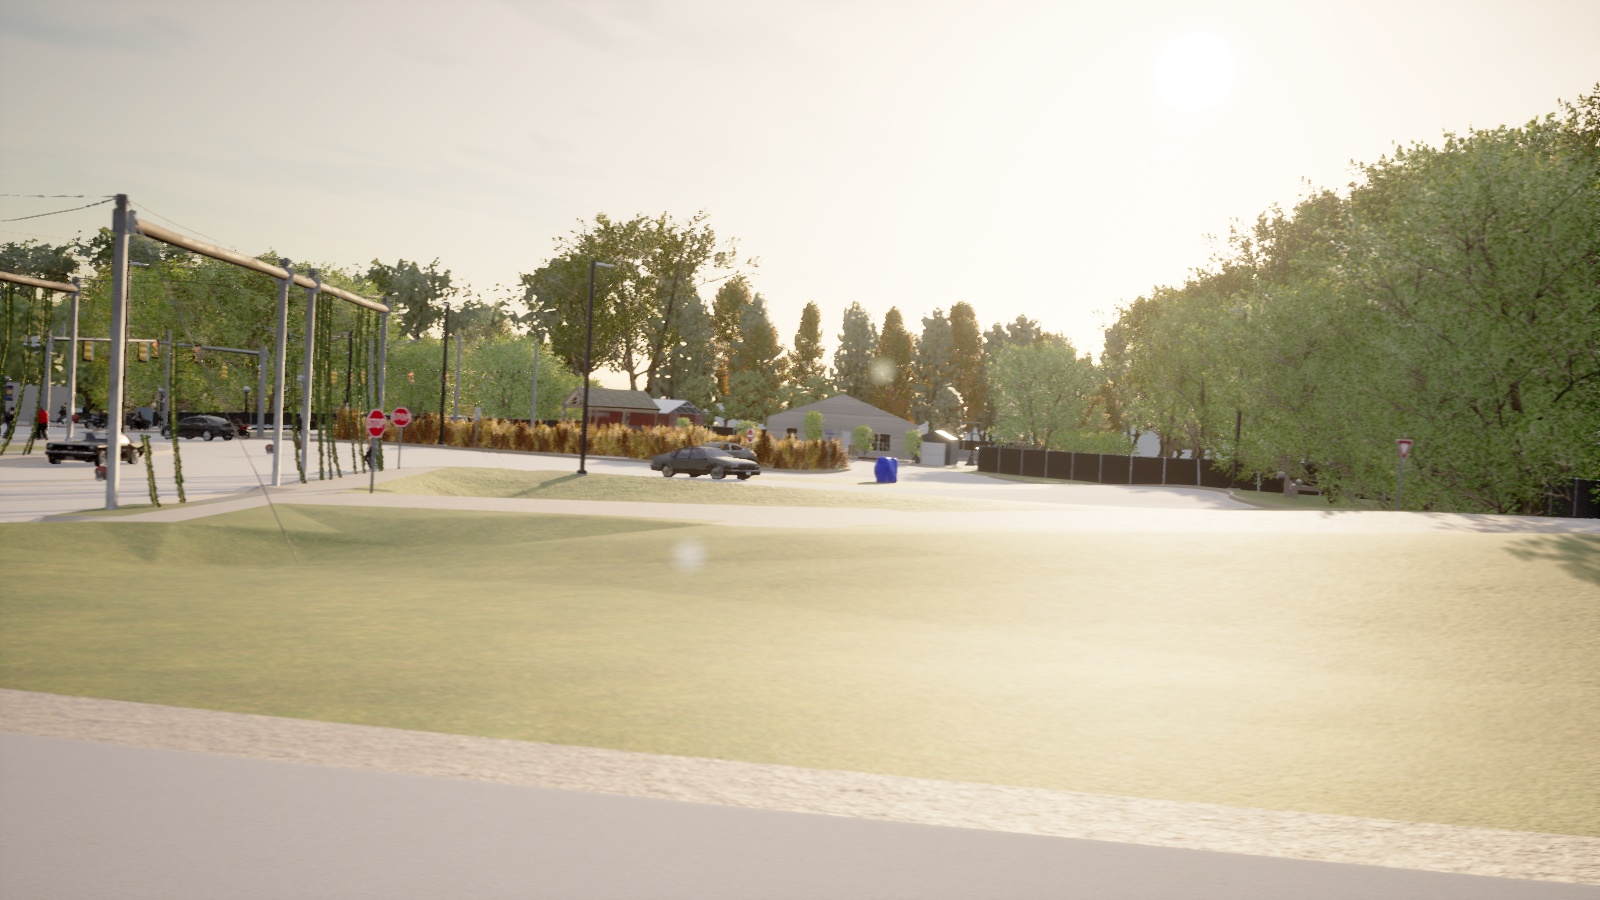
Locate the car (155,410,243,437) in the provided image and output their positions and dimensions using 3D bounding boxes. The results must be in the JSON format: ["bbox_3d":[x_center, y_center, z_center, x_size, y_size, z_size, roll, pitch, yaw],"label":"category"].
[{"bbox_3d":[-36.604,-1.610,76.475,4.892,1.490,1.837,2,2,17],"label":"car"}]

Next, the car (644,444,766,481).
[{"bbox_3d":[-4.214,0.534,54.964,5.357,1.411,2.033,2,0,39],"label":"car"}]

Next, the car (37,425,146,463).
[{"bbox_3d":[-27.336,-0.274,48.628,1.895,1.301,4.718,3,1,-6],"label":"car"}]

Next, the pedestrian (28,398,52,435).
[{"bbox_3d":[-39.502,-1.730,65.287,0.899,1.844,0.634,5,2,25],"label":"pedestrian"}]

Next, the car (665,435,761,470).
[{"bbox_3d":[-4.923,0.150,71.521,5.027,1.651,2.152,3,1,-38],"label":"car"}]
